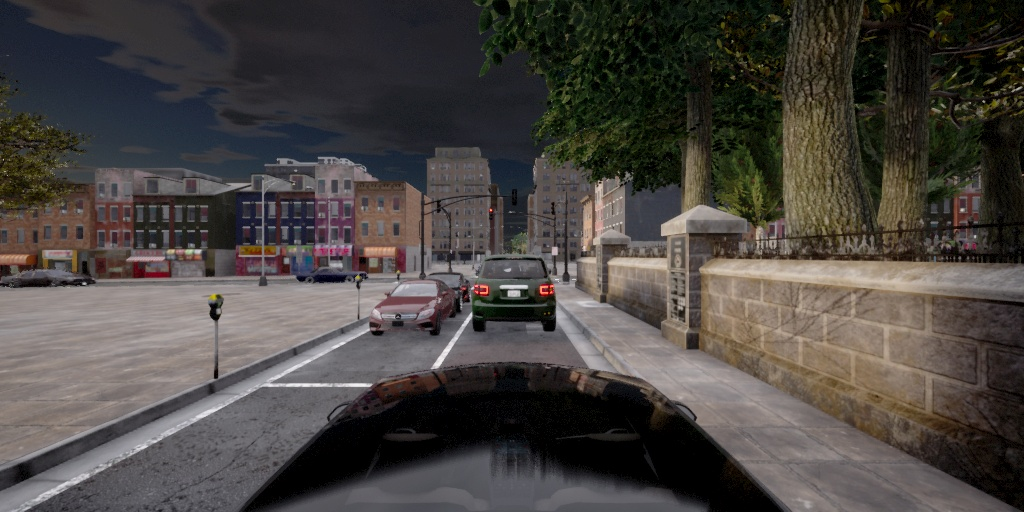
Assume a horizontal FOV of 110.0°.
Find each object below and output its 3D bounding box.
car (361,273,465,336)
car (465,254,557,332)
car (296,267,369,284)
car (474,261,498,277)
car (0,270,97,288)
[{"bbox_3d":[-2.638,1.331,10.379,1.802,1.307,4.207,0,0,0],"label":"car"},{"bbox_3d":[0.076,0.971,11.058,2.150,2.045,5.566,0,0,1],"label":"car"},{"bbox_3d":[-13.358,1.478,26.942,4.718,1.301,1.895,-1,0,0],"label":"car"},{"bbox_3d":[-2.596,1.268,37.145,1.812,1.442,4.674,0,0,5],"label":"car"},{"bbox_3d":[-34.720,1.728,26.880,5.357,1.411,2.033,-1,0,0],"label":"car"}]
